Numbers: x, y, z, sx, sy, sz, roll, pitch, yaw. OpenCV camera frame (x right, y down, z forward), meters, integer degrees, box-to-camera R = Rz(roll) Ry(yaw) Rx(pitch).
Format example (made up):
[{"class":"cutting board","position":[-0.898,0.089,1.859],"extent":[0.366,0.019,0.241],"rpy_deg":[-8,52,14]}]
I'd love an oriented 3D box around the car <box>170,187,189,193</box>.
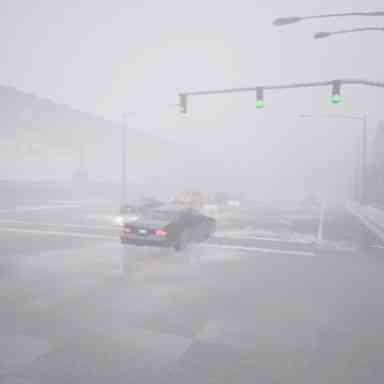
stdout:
[{"class":"car","position":[-3.197,-0.512,84.803],"extent":[4.536,1.218,1.853],"rpy_deg":[0,2,-40]}]

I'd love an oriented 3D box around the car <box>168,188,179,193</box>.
[{"class":"car","position":[-4.428,-0.422,79.610],"extent":[1.853,1.218,4.536],"rpy_deg":[1,1,-15]}]

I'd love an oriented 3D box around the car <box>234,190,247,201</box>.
[{"class":"car","position":[7.234,0.514,51.643],"extent":[2.128,1.511,4.902],"rpy_deg":[1,1,22]}]

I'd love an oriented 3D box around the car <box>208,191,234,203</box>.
[{"class":"car","position":[3.368,0.655,42.126],"extent":[2.128,1.511,4.902],"rpy_deg":[1,1,22]}]

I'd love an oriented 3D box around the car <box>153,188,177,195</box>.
[{"class":"car","position":[-6.115,-0.199,75.280],"extent":[4.974,1.542,2.038],"rpy_deg":[0,1,-25]}]

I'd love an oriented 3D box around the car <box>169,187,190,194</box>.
[{"class":"car","position":[-3.160,-0.354,84.840],"extent":[4.974,1.542,2.038],"rpy_deg":[0,2,-40]}]

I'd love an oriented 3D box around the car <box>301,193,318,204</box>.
[{"class":"car","position":[16.116,0.804,45.323],"extent":[1.812,1.442,4.674],"rpy_deg":[1,1,22]}]

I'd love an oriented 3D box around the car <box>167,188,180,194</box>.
[{"class":"car","position":[-4.417,-0.263,79.563],"extent":[2.038,1.542,4.974],"rpy_deg":[1,1,-15]}]

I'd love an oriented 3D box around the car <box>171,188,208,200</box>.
[{"class":"car","position":[-0.394,0.655,32.785],"extent":[2.097,1.767,4.553],"rpy_deg":[1,1,22]}]

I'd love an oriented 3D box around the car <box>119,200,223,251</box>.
[{"class":"car","position":[-0.621,1.259,12.841],"extent":[2.033,1.411,5.357],"rpy_deg":[1,1,22]}]

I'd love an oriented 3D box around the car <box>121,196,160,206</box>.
[{"class":"car","position":[-3.614,0.986,24.755],"extent":[1.994,1.385,4.181],"rpy_deg":[1,1,22]}]

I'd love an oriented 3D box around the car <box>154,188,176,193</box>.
[{"class":"car","position":[-6.160,-0.357,75.255],"extent":[4.536,1.218,1.853],"rpy_deg":[0,1,-25]}]
